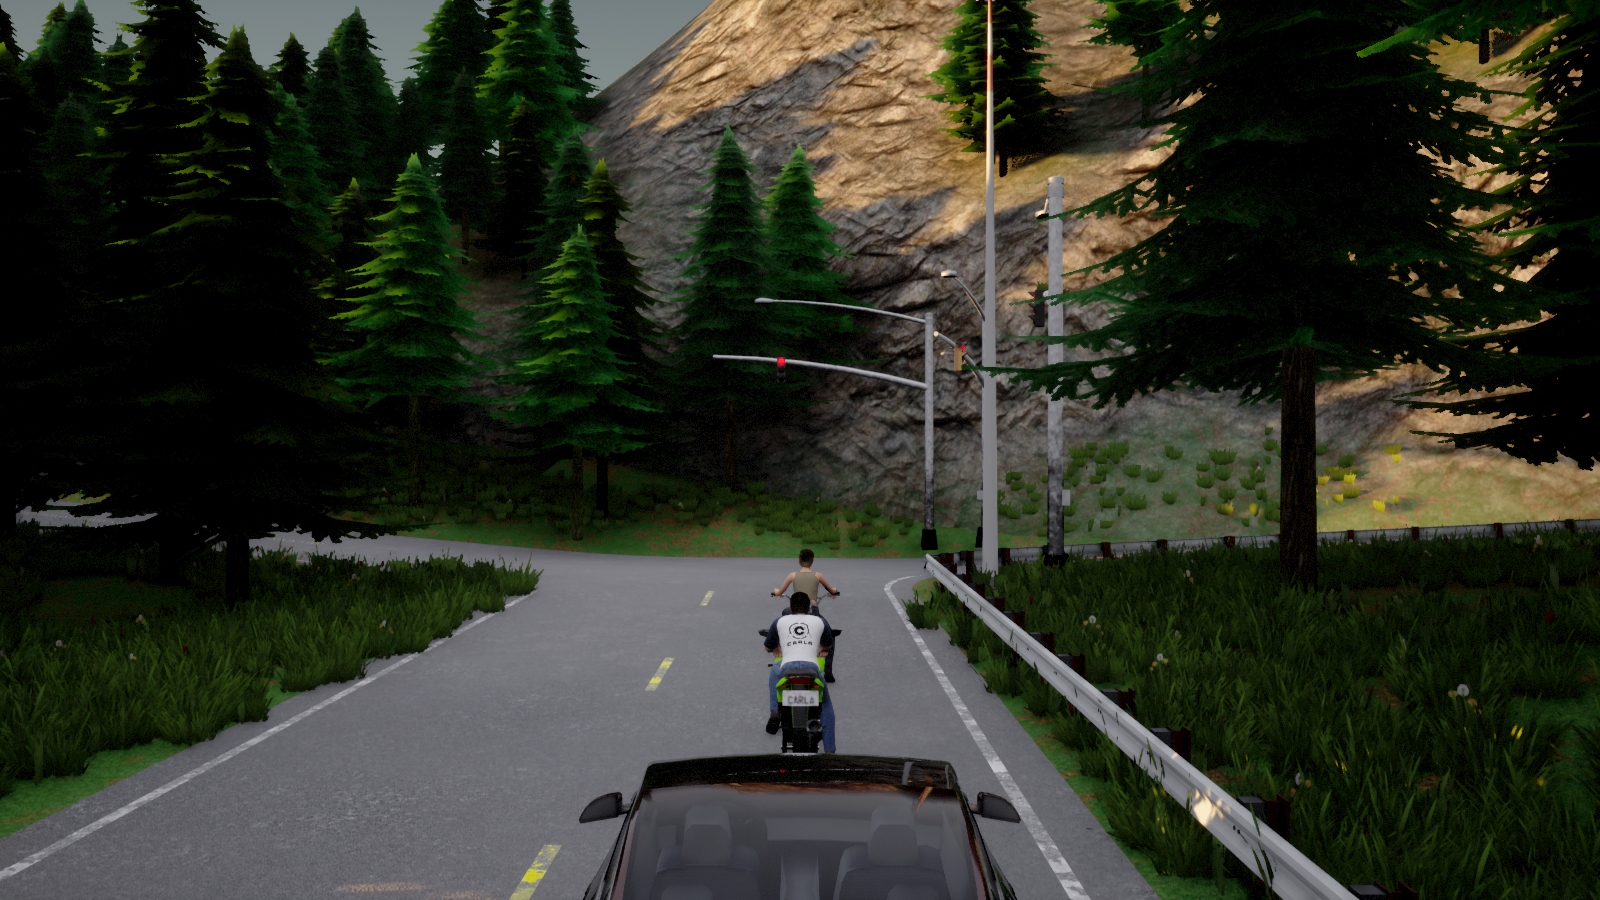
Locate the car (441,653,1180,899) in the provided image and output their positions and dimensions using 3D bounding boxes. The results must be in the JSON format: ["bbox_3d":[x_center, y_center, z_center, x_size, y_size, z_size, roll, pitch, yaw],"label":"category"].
[{"bbox_3d":[0.029,2.063,5.012,2.163,1.488,4.792,0,0,0],"label":"car"}]

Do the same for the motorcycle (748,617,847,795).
[{"bbox_3d":[-0.020,2.213,10.238,0.803,1.145,2.033,0,0,0],"label":"motorcycle"}]

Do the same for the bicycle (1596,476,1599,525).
[{"bbox_3d":[21.725,1.355,29.474,1.835,1.471,0.329,-5,-2,26],"label":"bicycle"}]
